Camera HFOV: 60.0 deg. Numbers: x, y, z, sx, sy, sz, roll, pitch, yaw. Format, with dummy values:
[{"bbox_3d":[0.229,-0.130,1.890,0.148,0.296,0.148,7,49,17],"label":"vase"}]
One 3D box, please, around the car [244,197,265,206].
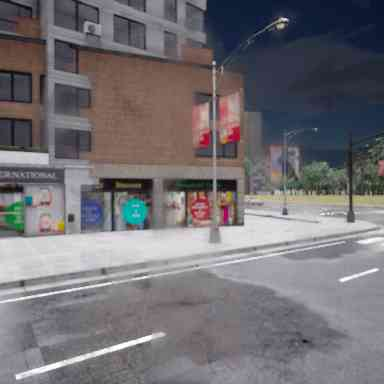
[{"bbox_3d":[8.799,1.432,49.495,1.895,1.301,4.718,0,0,-22],"label":"car"}]
